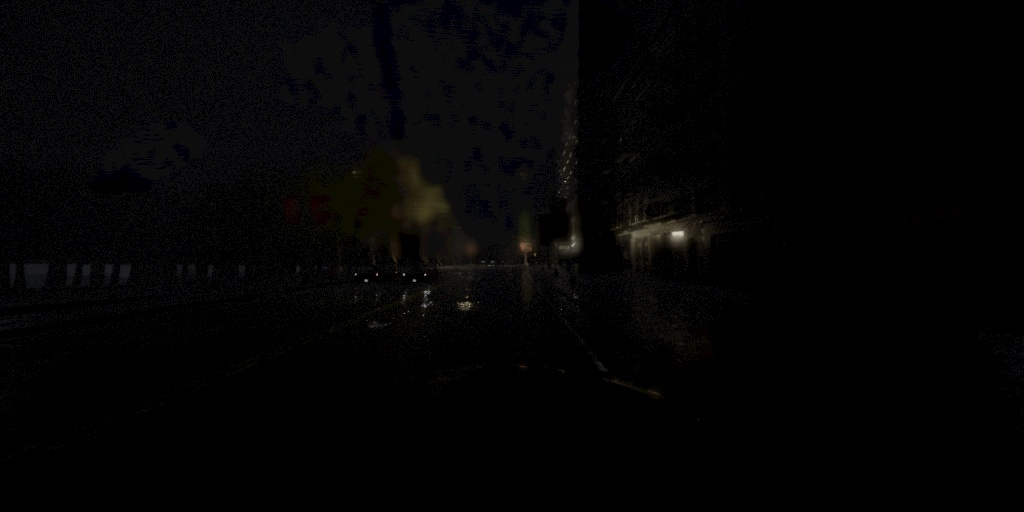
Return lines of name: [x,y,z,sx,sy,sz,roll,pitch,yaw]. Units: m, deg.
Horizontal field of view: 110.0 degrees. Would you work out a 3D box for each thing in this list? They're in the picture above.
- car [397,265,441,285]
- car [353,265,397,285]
car: [-6.554,1.349,26.327,1.895,1.301,4.718,0,0,0]
car: [-9.804,1.349,26.345,1.895,1.301,4.718,0,0,0]
